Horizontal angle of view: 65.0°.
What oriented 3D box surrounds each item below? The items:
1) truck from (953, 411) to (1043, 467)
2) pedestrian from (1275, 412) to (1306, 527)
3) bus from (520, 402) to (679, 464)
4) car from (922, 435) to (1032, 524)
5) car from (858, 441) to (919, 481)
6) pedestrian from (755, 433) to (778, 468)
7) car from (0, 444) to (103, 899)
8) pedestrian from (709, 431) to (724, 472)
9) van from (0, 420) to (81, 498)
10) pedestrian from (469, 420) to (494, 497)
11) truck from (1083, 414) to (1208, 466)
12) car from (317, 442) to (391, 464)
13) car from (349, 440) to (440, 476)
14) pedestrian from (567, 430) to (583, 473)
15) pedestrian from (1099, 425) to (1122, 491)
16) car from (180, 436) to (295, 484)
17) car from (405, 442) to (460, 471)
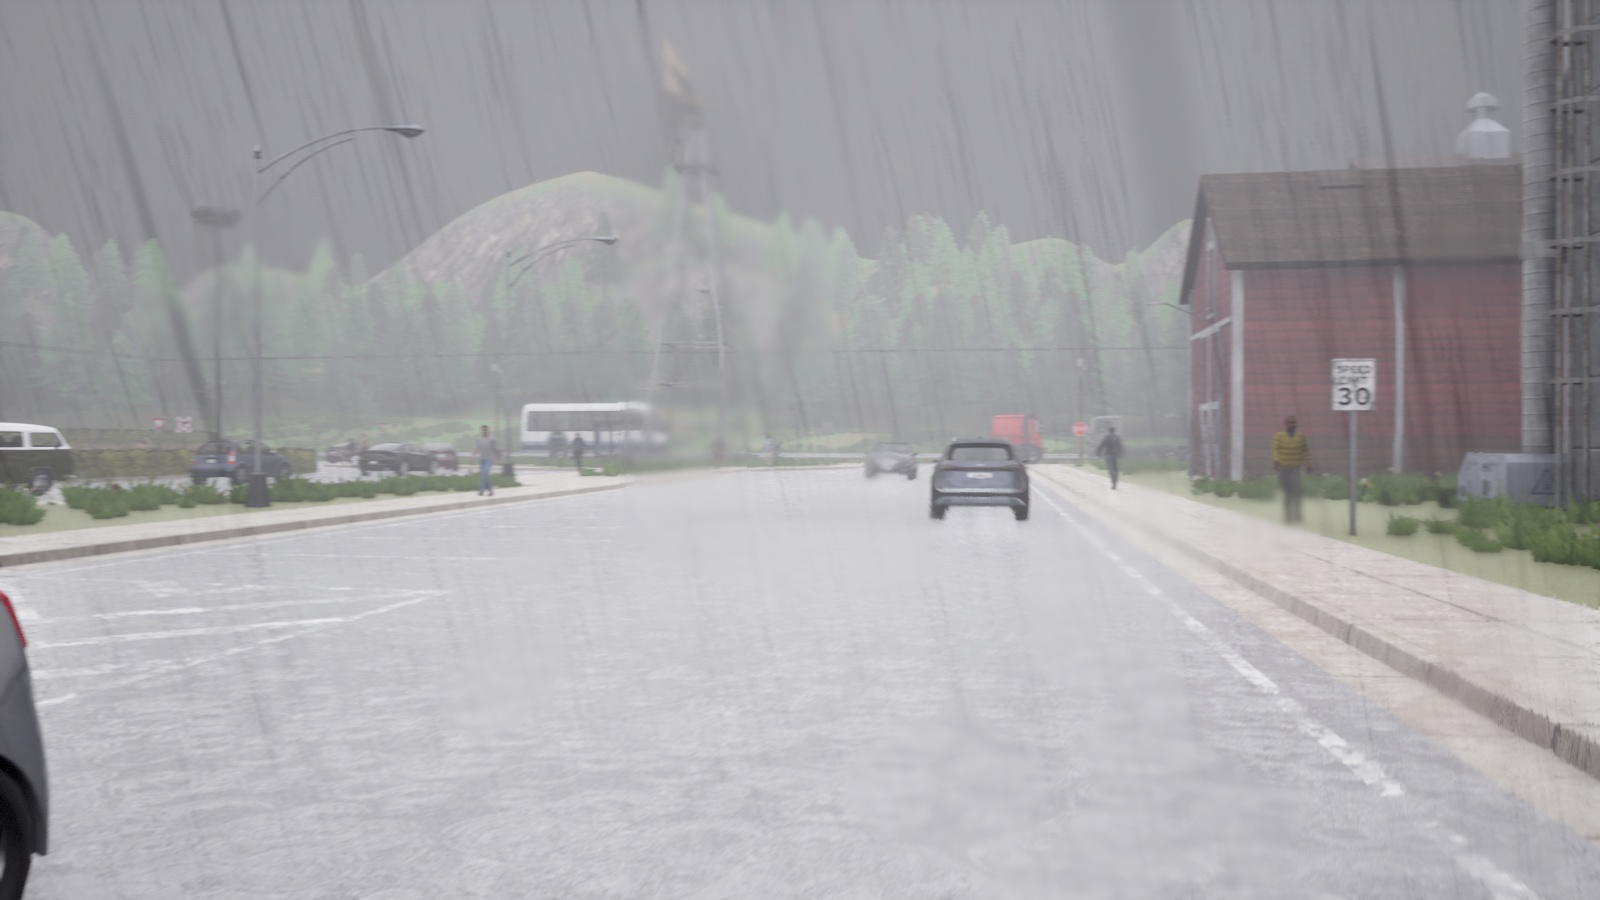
[{"bbox_3d":[12.867,-0.674,81.123,2.891,3.462,7.936,0,0,32],"label":"truck"},{"bbox_3d":[7.978,0.303,20.432,0.370,1.835,0.726,0,0,15],"label":"pedestrian"},{"bbox_3d":[-13.997,-1.177,88.079,10.273,4.253,3.944,0,0,9],"label":"bus"},{"bbox_3d":[3.648,0.536,25.873,2.033,1.649,4.856,0,0,8],"label":"car"},{"bbox_3d":[3.635,0.418,50.769,2.128,1.511,4.902,0,0,8],"label":"car"},{"bbox_3d":[-1.742,0.016,65.761,0.874,1.855,0.900,0,0,25],"label":"pedestrian"},{"bbox_3d":[-3.247,0.740,2.072,1.845,1.501,3.633,0,0,8],"label":"car"},{"bbox_3d":[-3.816,0.058,57.570,0.540,1.848,0.694,0,0,10],"label":"pedestrian"},{"bbox_3d":[-22.023,0.220,33.550,2.069,2.038,4.480,1,1,27],"label":"van"},{"bbox_3d":[-7.764,0.204,30.651,0.354,1.836,0.706,0,0,7],"label":"pedestrian"},{"bbox_3d":[23.483,-0.672,85.648,7.936,3.462,2.891,0,0,9],"label":"truck"},{"bbox_3d":[-30.383,0.171,85.657,2.163,1.488,4.792,0,0,22],"label":"car"},{"bbox_3d":[-18.148,0.350,56.433,1.882,1.535,5.008,0,0,8],"label":"car"},{"bbox_3d":[-9.779,0.059,54.679,0.540,1.848,0.694,0,0,2],"label":"pedestrian"},{"bbox_3d":[8.911,0.216,36.064,0.563,1.883,0.849,0,0,9],"label":"pedestrian"},{"bbox_3d":[-19.904,0.335,44.622,1.851,1.617,3.988,0,0,8],"label":"car"},{"bbox_3d":[-19.356,0.313,66.034,2.163,1.488,4.792,0,0,-23],"label":"car"}]
